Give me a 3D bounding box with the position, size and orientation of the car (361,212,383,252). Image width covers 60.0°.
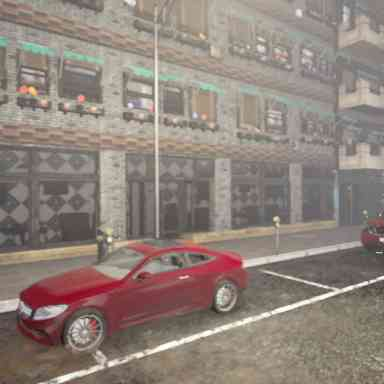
[{"bbox_3d":[8.490,1.288,12.622,5.009,1.841,2.192,0,0,-35],"label":"car"}]

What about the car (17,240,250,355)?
[{"bbox_3d":[-0.785,1.576,6.005,4.206,1.307,1.802,0,0,-35],"label":"car"}]
